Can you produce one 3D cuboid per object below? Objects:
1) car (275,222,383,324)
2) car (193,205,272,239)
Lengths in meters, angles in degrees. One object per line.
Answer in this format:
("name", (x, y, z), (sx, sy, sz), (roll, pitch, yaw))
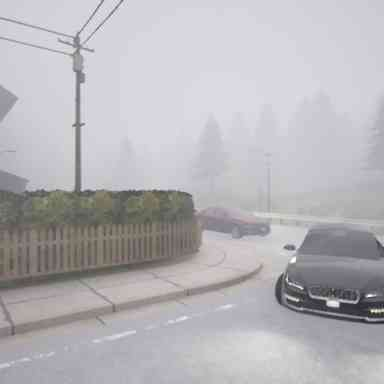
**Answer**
("car", (3.299, 1.505, 7.397), (1.837, 1.490, 4.892), (0, 0, 27))
("car", (1.970, 1.478, 17.587), (1.882, 1.535, 5.008), (0, 0, -33))
